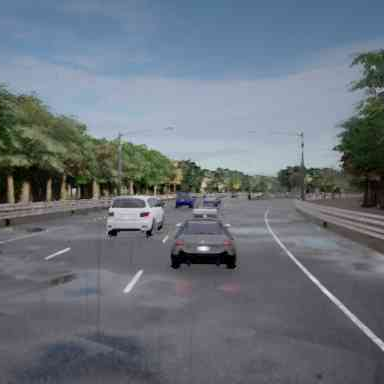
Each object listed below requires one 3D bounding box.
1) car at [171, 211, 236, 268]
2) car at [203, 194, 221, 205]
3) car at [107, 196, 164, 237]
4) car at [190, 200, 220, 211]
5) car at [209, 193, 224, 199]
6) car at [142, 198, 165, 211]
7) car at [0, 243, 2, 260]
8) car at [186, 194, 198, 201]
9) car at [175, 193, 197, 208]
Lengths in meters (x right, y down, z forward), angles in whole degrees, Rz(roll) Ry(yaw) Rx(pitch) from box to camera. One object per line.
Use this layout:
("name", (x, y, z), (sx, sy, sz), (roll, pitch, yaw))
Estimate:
("car", (0.380, 1.567, 11.372), (1.994, 1.385, 4.181), (0, 0, 2))
("car", (2.460, 1.437, 43.624), (1.882, 1.535, 5.008), (0, 0, 6))
("car", (-2.897, 1.213, 18.082), (2.150, 2.045, 5.566), (0, 0, 3))
("car", (1.145, 1.592, 28.063), (1.895, 1.301, 4.718), (0, 0, 4))
("car", (4.073, 1.419, 57.440), (1.837, 1.490, 4.892), (0, 0, 8))
("car", (-4.805, 1.526, 41.780), (1.895, 1.301, 4.718), (1, 0, 6))
("car", (-6.638, 1.468, 7.989), (2.128, 1.511, 4.902), (0, 0, 1))
("car", (0.051, 1.324, 77.319), (1.882, 1.535, 5.008), (0, 0, 10))
("car", (-0.875, 1.163, 45.587), (2.150, 2.045, 5.566), (0, 0, 6))
